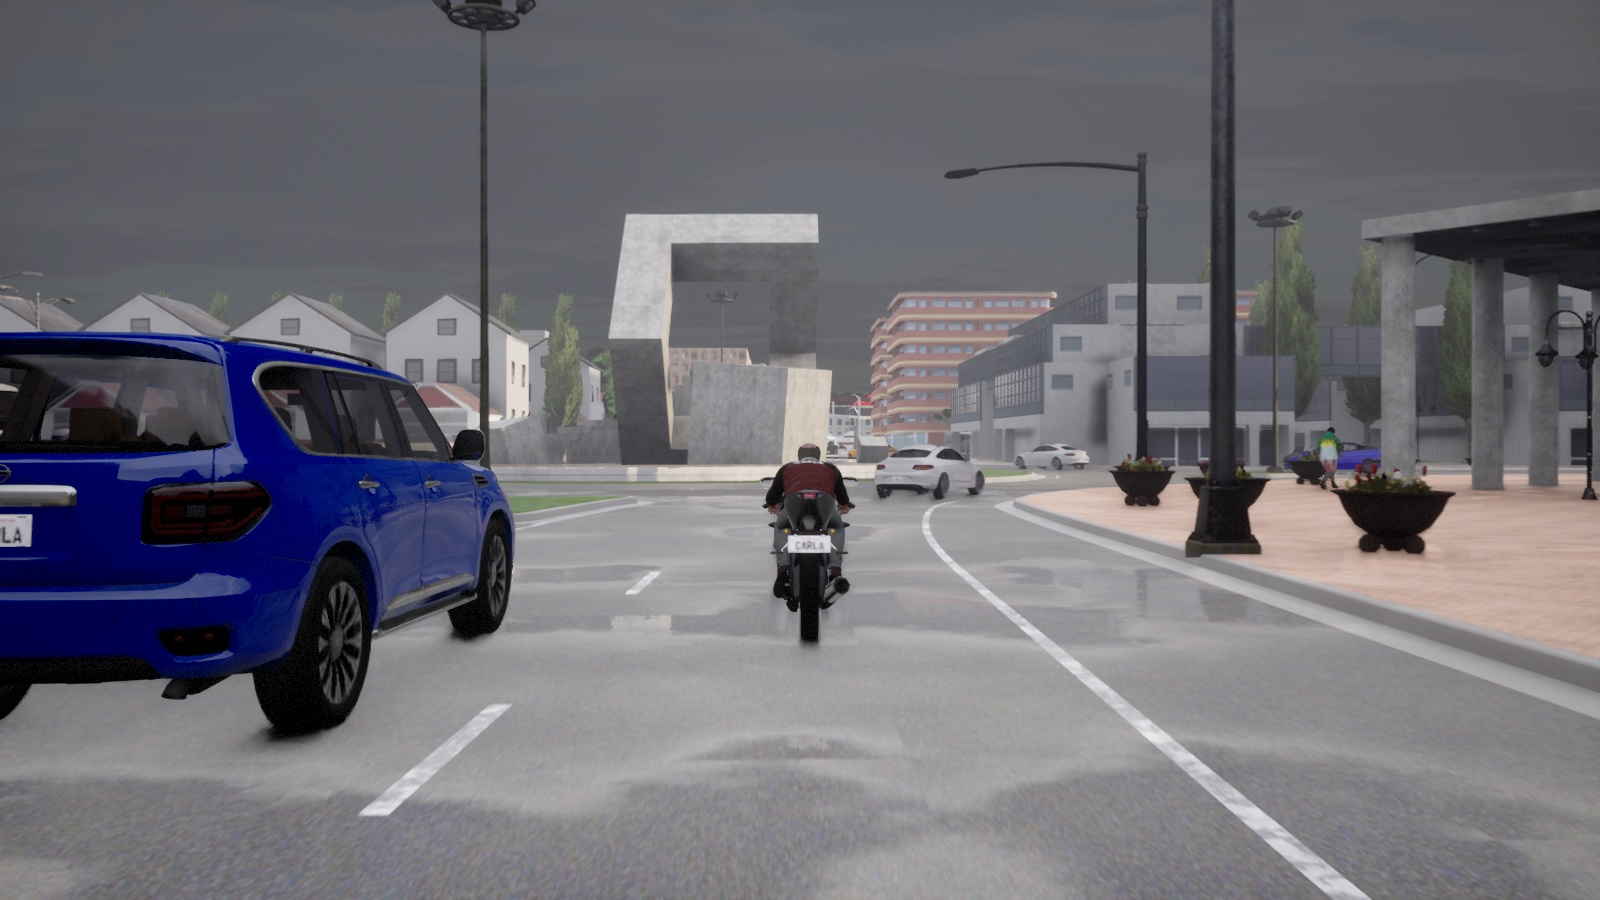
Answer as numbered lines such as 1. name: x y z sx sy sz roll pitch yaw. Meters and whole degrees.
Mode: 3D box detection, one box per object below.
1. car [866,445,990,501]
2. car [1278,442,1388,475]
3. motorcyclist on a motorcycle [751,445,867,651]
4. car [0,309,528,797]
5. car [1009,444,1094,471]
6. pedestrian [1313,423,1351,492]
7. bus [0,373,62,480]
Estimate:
1. car: 3.609 0.580 34.567 1.812 1.442 4.674 0 0 27
2. car: 25.343 0.376 59.849 4.514 1.525 2.007 0 0 11
3. motorcyclist on a motorcycle: 0.075 0.723 10.442 0.866 1.530 2.191 0 0 0
4. car: -3.439 0.417 8.059 2.150 2.045 5.566 0 0 0
5. car: 13.762 0.395 68.954 1.812 1.442 4.674 0 0 -33
6. pedestrian: 15.460 0.212 36.497 0.873 1.952 0.659 0 0 -35
7. bus: -36.947 -0.954 52.172 10.273 4.253 3.944 0 0 1
